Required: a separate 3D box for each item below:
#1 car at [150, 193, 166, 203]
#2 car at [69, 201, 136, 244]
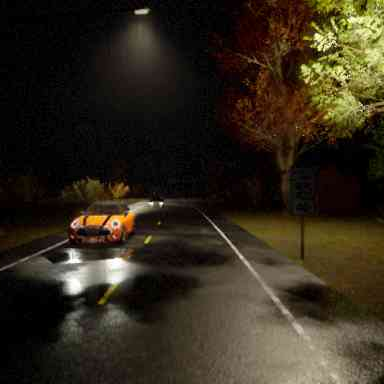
[{"bbox_3d":[-6.050,0.881,57.188,2.097,1.767,4.553,0,0,-3],"label":"car"},{"bbox_3d":[-3.829,1.223,14.898,2.097,1.767,4.553,0,1,-2],"label":"car"}]
